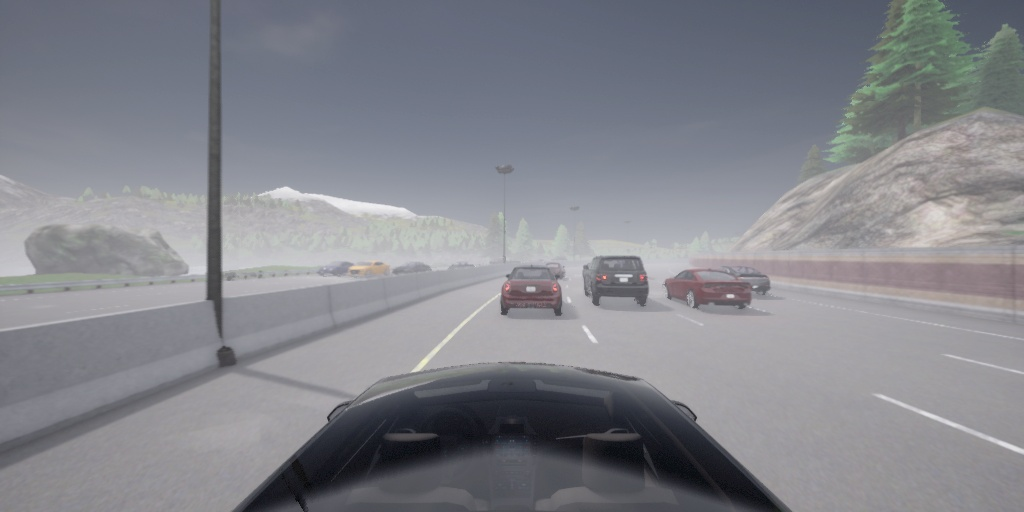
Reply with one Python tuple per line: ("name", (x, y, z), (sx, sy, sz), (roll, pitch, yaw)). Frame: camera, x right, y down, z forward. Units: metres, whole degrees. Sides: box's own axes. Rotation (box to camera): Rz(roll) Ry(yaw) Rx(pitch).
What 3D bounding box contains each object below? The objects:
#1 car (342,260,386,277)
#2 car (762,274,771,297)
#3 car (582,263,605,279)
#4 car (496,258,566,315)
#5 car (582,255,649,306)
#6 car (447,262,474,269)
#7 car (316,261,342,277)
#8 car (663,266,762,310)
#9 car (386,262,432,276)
("car", (-13.788, 1.203, 34.928), (1.882, 1.535, 5.008), (0, 0, 13))
("car", (12.040, 1.288, 19.649), (2.128, 1.511, 4.902), (0, 0, 8))
("car", (7.724, 1.354, 33.923), (1.994, 1.385, 4.181), (0, 0, 14))
("car", (0.797, 1.111, 13.894), (2.097, 1.767, 4.553), (0, 0, 5))
("car", (4.526, 0.994, 16.233), (2.150, 2.045, 5.566), (0, 0, 6))
("car", (-5.559, 1.317, 39.216), (1.994, 1.385, 4.181), (0, 0, 15))
("car", (-17.205, 1.241, 35.695), (1.812, 1.442, 4.674), (0, 0, 13))
("car", (7.935, 1.259, 15.067), (1.882, 1.535, 5.008), (0, 0, 6))
("car", (-9.979, 1.285, 36.087), (2.033, 1.411, 5.357), (0, 0, 13))
